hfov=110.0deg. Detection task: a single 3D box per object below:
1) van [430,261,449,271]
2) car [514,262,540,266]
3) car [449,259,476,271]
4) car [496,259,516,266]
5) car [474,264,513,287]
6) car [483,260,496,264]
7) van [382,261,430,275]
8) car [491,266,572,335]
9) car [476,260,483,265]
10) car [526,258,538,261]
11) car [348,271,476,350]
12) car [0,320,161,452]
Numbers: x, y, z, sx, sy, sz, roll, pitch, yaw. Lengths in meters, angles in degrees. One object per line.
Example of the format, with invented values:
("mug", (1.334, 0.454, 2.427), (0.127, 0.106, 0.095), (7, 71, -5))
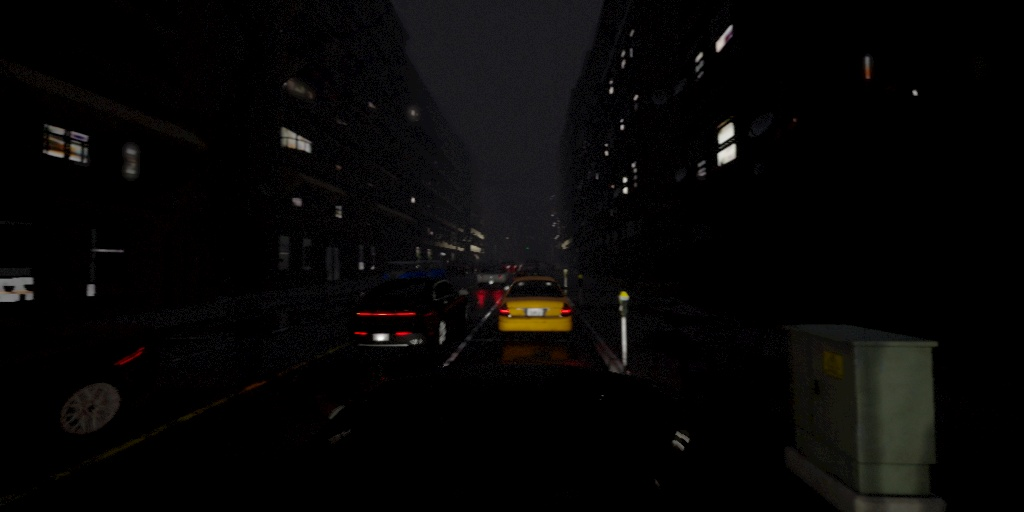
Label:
("van", (-6.496, 1.257, 28.484), (1.690, 1.789, 3.998), (0, 0, 4))
("car", (1.365, 1.393, 27.909), (1.888, 1.381, 4.507), (0, 0, 4))
("car", (-5.775, 1.283, 39.521), (2.192, 1.841, 5.009), (0, 0, 4))
("car", (-0.283, 1.289, 42.167), (2.097, 1.767, 4.553), (0, 0, 4))
("car", (-1.235, 1.461, 26.048), (1.895, 1.301, 4.718), (0, 0, 4))
("car", (-2.613, 1.565, 48.693), (1.994, 1.385, 4.181), (0, 0, 4))
("van", (-6.857, 1.233, 22.964), (1.690, 1.789, 3.998), (0, 0, 4))
("car", (0.681, 1.234, 10.539), (1.801, 1.575, 5.366), (0, 0, 4))
("car", (-5.414, 1.310, 45.039), (2.192, 1.841, 5.009), (0, 0, 4))
("car", (2.094, 1.339, 38.946), (1.967, 1.591, 4.097), (0, 0, 4))
("car", (-2.335, 1.302, 9.227), (1.837, 1.490, 4.892), (0, 0, 4))
("car", (-5.724, 1.279, 2.639), (1.882, 1.535, 5.008), (0, 0, 4))
